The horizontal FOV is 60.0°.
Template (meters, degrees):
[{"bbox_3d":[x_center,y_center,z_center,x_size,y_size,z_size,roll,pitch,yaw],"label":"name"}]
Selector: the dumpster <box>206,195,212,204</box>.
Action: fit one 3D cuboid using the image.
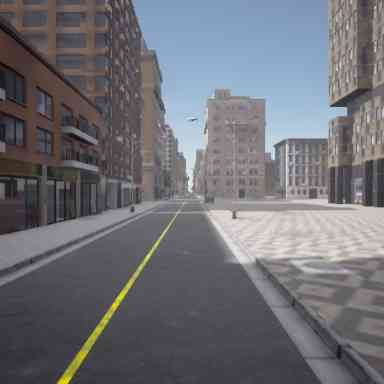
[{"bbox_3d":[3.136,1.377,60.949,1.020,1.700,1.940,0,0,0],"label":"dumpster"}]
